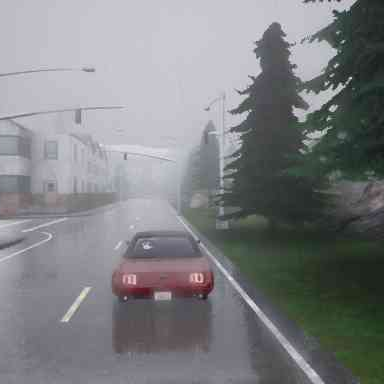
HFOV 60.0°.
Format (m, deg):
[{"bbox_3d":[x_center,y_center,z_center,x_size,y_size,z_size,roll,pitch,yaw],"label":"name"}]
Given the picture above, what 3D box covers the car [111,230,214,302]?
[{"bbox_3d":[-0.706,1.601,8.250,1.895,1.301,4.718,0,0,-5],"label":"car"}]
